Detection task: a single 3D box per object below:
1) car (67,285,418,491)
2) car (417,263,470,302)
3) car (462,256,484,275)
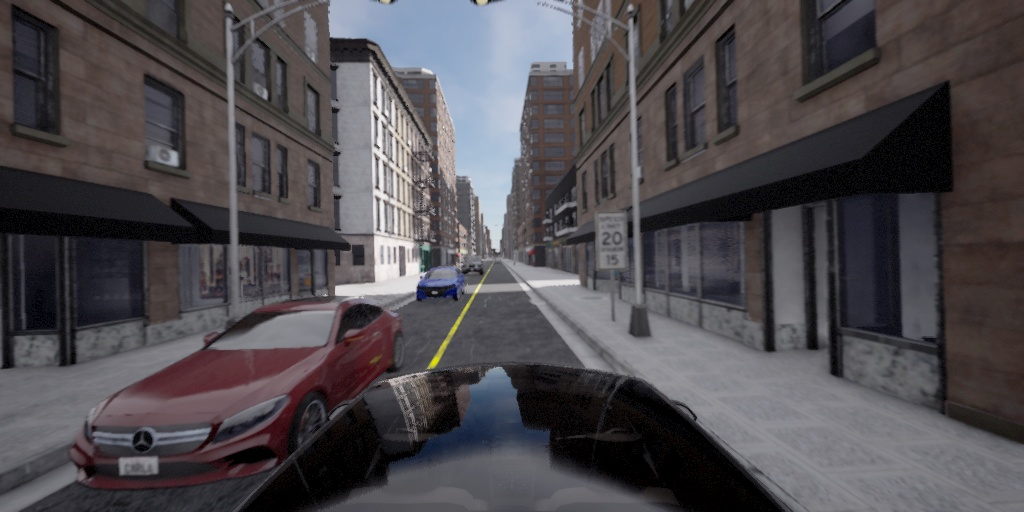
[{"bbox_3d":[-2.892,1.350,5.074,1.812,1.442,4.674,-2,0,-1],"label":"car"},{"bbox_3d":[-3.419,1.308,17.883,1.882,1.535,5.008,-2,0,-2],"label":"car"},{"bbox_3d":[-4.227,1.047,39.757,2.150,2.045,5.566,-1,0,-2],"label":"car"}]
